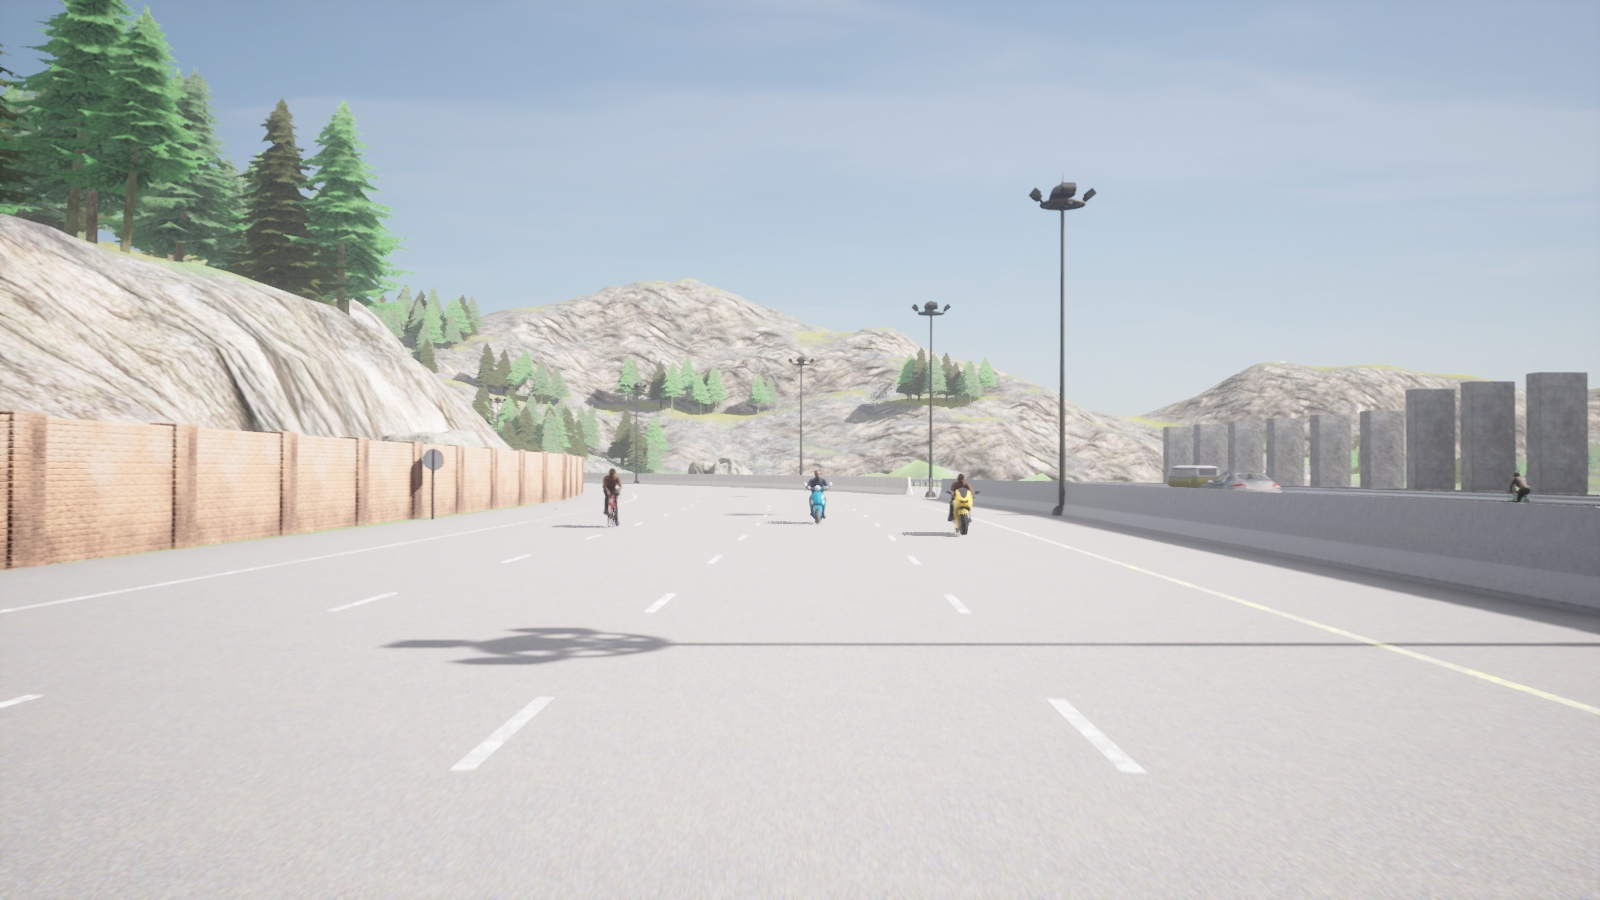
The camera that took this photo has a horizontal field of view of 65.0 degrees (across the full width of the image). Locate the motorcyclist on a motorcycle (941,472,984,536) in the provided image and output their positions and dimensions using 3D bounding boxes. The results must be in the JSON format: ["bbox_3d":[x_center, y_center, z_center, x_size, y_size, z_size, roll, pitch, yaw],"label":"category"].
[{"bbox_3d":[3.961,1.295,30.750,0.797,1.523,2.044,0,-1,1],"label":"motorcyclist on a motorcycle"}]

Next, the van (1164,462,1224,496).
[{"bbox_3d":[23.648,1.740,75.580,1.775,1.987,4.442,0,-1,-6],"label":"van"}]

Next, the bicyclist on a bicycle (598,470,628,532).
[{"bbox_3d":[-5.094,1.360,34.132,0.582,1.620,1.656,0,-1,-16],"label":"bicyclist on a bicycle"}]

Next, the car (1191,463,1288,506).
[{"bbox_3d":[17.988,1.387,51.701,2.152,1.651,5.027,0,-1,-1],"label":"car"}]

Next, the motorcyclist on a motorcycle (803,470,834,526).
[{"bbox_3d":[0.538,1.386,37.035,0.866,1.590,1.817,-1,-1,1],"label":"motorcyclist on a motorcycle"}]
